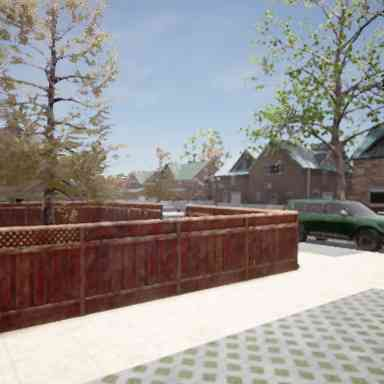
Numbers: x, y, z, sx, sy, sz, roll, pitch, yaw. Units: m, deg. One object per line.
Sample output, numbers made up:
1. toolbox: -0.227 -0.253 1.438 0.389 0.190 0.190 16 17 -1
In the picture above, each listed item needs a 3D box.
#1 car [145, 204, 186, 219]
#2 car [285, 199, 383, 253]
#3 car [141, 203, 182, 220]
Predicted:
1. car: -2.083 1.900 27.118 1.895 1.301 4.718 2 -2 -35
2. car: 6.562 1.357 14.723 2.150 2.045 5.566 2 -2 -35
3. car: -3.230 1.931 33.933 1.882 1.535 5.008 2 -2 -35
